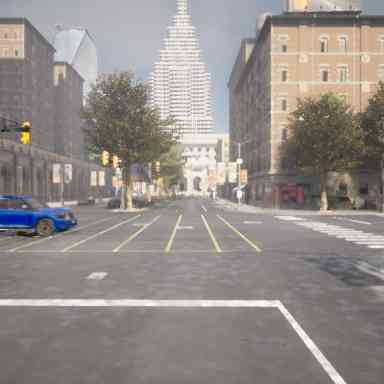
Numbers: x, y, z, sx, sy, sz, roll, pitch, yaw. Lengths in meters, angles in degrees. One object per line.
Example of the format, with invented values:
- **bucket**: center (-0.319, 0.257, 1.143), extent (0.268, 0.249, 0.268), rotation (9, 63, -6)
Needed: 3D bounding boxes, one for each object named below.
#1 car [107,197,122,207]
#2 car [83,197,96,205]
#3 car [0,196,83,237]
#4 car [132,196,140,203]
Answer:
- **car**: center (-11.666, 1.493, 51.115), extent (1.837, 1.490, 4.892), rotation (0, 0, 0)
- **car**: center (-18.331, 1.583, 57.806), extent (1.895, 1.301, 4.718), rotation (0, 0, 0)
- **car**: center (-8.997, 1.218, 17.438), extent (5.566, 2.045, 2.150), rotation (0, 0, 0)
- **car**: center (-11.607, 1.533, 66.487), extent (2.033, 1.411, 5.357), rotation (0, 0, 0)
